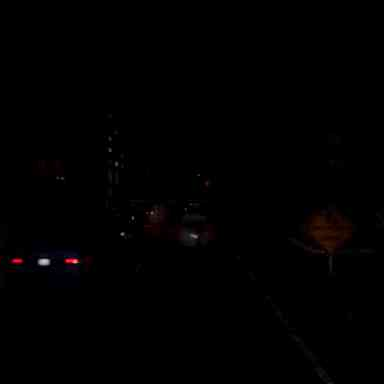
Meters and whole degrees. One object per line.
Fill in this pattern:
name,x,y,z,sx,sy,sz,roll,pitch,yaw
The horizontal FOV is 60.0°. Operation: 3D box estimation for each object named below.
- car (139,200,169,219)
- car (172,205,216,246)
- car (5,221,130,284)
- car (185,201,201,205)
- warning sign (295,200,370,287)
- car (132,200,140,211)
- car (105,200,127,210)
car,-3.171,1.566,29.615,1.837,1.490,4.892,0,0,0
car,0.085,1.556,15.205,1.812,1.442,4.674,0,0,0
car,-3.188,1.567,9.707,2.033,1.411,5.357,0,0,0
car,0.081,1.588,30.478,1.812,1.442,4.674,0,0,0
warning sign,3.226,1.131,7.771,1.300,1.860,1.060,0,0,0
car,-6.603,1.694,43.236,1.895,1.301,4.718,0,0,0
car,-9.852,1.694,43.215,1.895,1.301,4.718,0,0,0
